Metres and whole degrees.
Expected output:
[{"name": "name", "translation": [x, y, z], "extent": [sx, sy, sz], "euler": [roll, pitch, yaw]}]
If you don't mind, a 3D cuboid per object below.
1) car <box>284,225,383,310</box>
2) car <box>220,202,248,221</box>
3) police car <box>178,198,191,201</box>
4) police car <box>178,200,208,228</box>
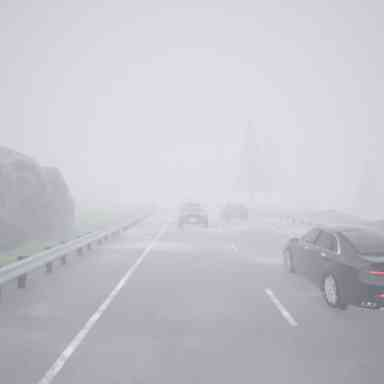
[{"name": "car", "translation": [3.599, 1.534, 7.863], "extent": [1.837, 1.490, 4.892], "euler": [0, 0, 0]}, {"name": "car", "translation": [3.469, 1.595, 27.920], "extent": [2.128, 1.511, 4.902], "euler": [0, 0, -1]}, {"name": "police car", "translation": [-0.743, 1.578, 41.653], "extent": [1.930, 1.638, 5.238], "euler": [0, 0, -4]}, {"name": "police car", "translation": [0.062, 1.590, 23.209], "extent": [2.038, 1.542, 4.974], "euler": [0, 0, -1]}]
